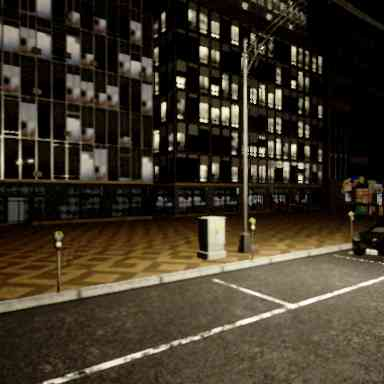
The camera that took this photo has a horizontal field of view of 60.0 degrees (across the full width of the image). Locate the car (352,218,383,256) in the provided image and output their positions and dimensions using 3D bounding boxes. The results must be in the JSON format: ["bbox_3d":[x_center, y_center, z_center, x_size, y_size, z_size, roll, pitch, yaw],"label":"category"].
[{"bbox_3d":[7.551,1.556,11.953,4.313,1.339,1.947,0,0,-36],"label":"car"}]
